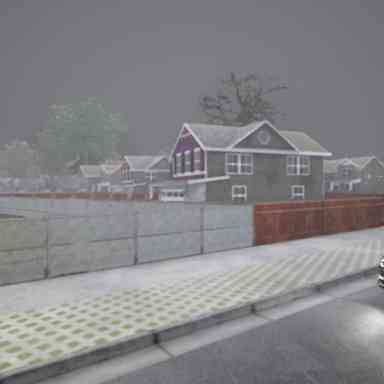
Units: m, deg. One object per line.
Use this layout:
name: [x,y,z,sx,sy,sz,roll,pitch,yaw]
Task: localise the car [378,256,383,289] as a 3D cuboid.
car: [6.016,1.372,7.379,4.892,1.490,1.837,-1,1,-36]
